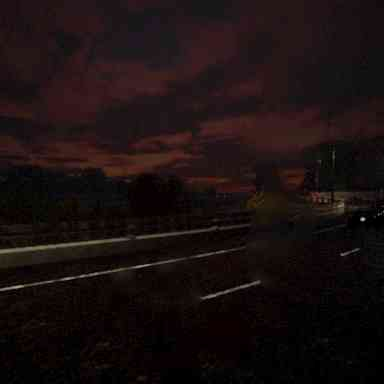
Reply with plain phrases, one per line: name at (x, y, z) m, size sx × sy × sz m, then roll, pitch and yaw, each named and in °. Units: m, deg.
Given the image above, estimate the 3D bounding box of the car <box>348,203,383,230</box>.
car at (12.079, 1.713, 22.688) m, size 1.994 × 1.385 × 4.181 m, roll 0°, pitch 0°, yaw 38°

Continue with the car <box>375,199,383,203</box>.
car at (21.553, 1.607, 37.502) m, size 2.097 × 1.767 × 4.553 m, roll 0°, pitch 0°, yaw 28°
